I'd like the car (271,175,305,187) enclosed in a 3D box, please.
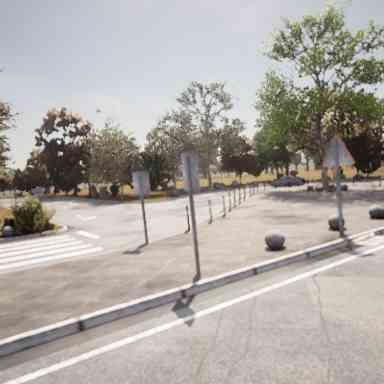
[{"bbox_3d":[12.158,-1.433,42.311,4.181,1.385,1.994,-4,4,1],"label":"car"}]
